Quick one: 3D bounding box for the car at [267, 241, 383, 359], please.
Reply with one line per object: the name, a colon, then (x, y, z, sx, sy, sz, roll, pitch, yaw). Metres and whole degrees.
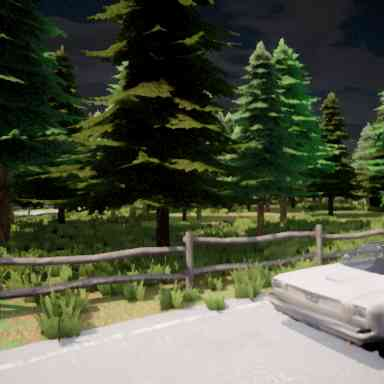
car: (3.642, 1.590, 5.842, 4.718, 1.301, 1.895, 0, 0, -29)
